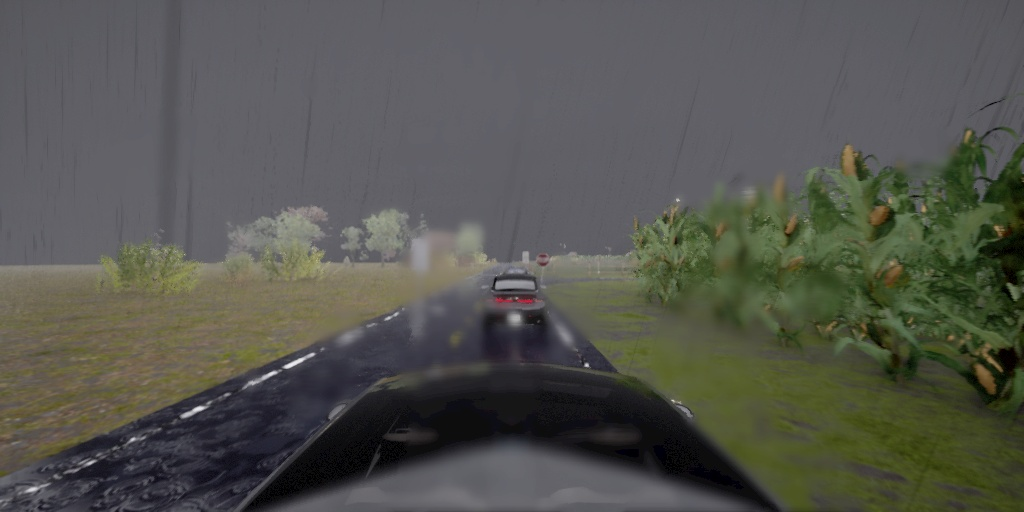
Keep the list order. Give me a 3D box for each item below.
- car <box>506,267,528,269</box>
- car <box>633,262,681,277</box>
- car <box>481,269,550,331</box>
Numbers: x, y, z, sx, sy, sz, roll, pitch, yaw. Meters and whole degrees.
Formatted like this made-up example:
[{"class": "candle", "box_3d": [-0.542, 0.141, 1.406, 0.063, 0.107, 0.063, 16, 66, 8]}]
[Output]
[{"class": "car", "box_3d": [0.336, 1.405, 22.276, 2.128, 1.511, 4.902, 0, 0, 4]}, {"class": "car", "box_3d": [14.231, 1.244, 35.088, 4.553, 1.767, 2.097, 0, -1, -1]}, {"class": "car", "box_3d": [0.096, 1.329, 11.290, 1.837, 1.490, 4.892, 0, -1, 0]}]
